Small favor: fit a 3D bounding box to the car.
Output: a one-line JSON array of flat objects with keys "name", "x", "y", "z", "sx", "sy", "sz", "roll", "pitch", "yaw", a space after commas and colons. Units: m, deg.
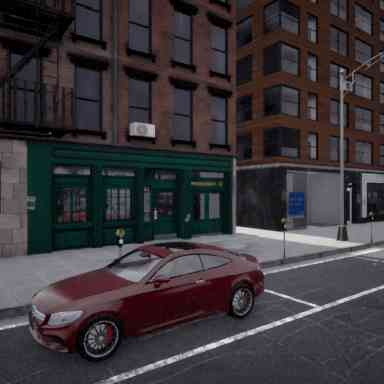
[{"name": "car", "x": -0.520, "y": 1.582, "z": 5.824, "sx": 4.206, "sy": 1.307, "sz": 1.802, "roll": 0, "pitch": 0, "yaw": -36}]
